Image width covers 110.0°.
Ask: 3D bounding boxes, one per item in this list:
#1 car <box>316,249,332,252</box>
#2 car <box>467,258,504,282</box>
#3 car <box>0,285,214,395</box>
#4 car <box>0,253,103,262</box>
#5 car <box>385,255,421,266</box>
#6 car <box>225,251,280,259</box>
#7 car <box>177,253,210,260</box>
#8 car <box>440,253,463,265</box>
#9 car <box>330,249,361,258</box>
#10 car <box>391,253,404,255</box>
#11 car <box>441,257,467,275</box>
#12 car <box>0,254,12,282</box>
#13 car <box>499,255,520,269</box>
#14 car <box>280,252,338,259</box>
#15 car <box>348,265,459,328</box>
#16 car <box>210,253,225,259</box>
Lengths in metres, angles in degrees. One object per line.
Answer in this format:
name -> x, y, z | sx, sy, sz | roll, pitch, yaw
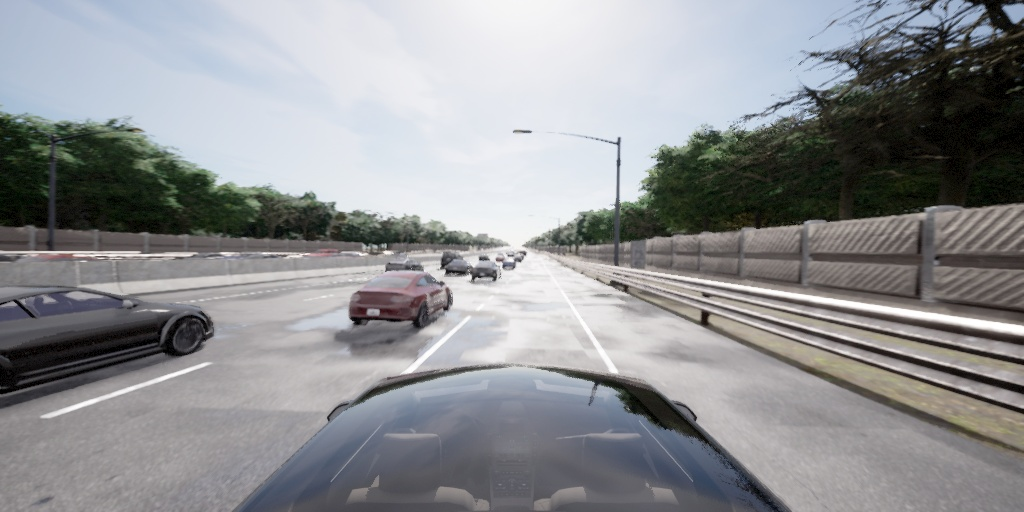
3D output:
car -> -28.203, 0.017, 53.767 | 2.150, 2.045, 5.566 | 1, 1, 4
car -> -1.926, 1.123, 27.563 | 1.812, 1.442, 4.674 | 1, 0, 4
car -> -7.031, 1.129, 5.433 | 1.994, 1.385, 4.181 | 1, 0, 4
car -> -20.400, 0.681, 15.757 | 1.882, 1.535, 5.008 | 1, 0, 4
car -> -8.798, 0.916, 29.594 | 2.128, 1.511, 4.902 | 1, 0, 4
car -> -22.715, 0.584, 32.369 | 1.837, 1.490, 4.892 | 1, 1, 4
car -> -29.563, 0.413, 34.587 | 1.837, 1.490, 4.892 | 1, 0, 4
car -> -7.648, 0.584, 46.389 | 2.150, 2.045, 5.566 | 1, 1, 4
car -> -21.655, 0.369, 47.592 | 2.097, 1.767, 4.553 | 1, 1, 4
car -> -17.630, 0.374, 54.647 | 2.097, 1.767, 4.553 | 1, 1, 4
car -> -4.976, 1.061, 34.160 | 1.994, 1.385, 4.181 | 1, 0, 4
car -> -27.390, 0.582, 16.161 | 2.033, 1.411, 5.357 | 1, 0, 4
car -> -0.361, 1.030, 50.676 | 2.033, 1.411, 5.357 | 1, 1, 4
car -> -19.084, 0.637, 34.067 | 1.882, 1.535, 5.008 | 1, 0, 4
car -> -3.128, 1.163, 10.806 | 1.812, 1.442, 4.674 | 1, 0, 4
car -> -26.033, 0.342, 34.832 | 2.097, 1.767, 4.553 | 1, 0, 4
